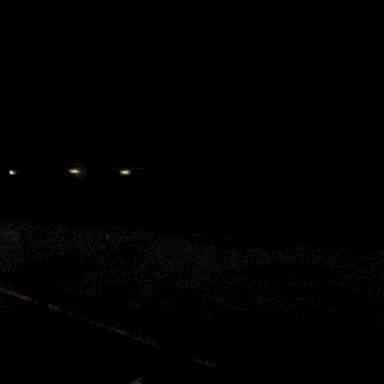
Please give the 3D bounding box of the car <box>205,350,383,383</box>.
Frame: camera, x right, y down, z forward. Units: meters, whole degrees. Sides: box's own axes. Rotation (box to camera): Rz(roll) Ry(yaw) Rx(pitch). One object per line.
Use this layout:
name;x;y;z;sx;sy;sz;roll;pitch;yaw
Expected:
car;1.879;1.585;1.620;4.206;1.307;1.802;0;0;35
